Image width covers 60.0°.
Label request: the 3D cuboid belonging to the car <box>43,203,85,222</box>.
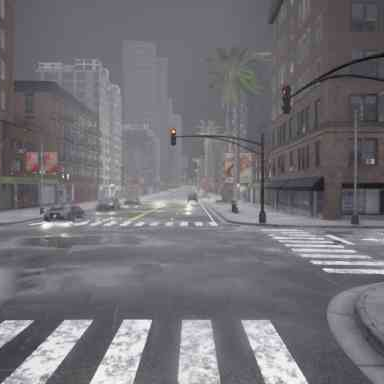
[{"bbox_3d":[-9.827,1.558,25.804,1.994,1.385,4.181,0,0,0],"label":"car"}]

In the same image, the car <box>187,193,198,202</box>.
[{"bbox_3d":[0.123,1.163,71.965,2.150,2.045,5.566,0,0,0],"label":"car"}]

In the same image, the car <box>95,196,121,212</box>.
[{"bbox_3d":[-9.814,1.343,39.108,2.097,1.767,4.553,0,0,0],"label":"car"}]

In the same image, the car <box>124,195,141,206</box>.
[{"bbox_3d":[-9.781,1.327,54.722,2.097,1.767,4.553,0,0,0],"label":"car"}]
